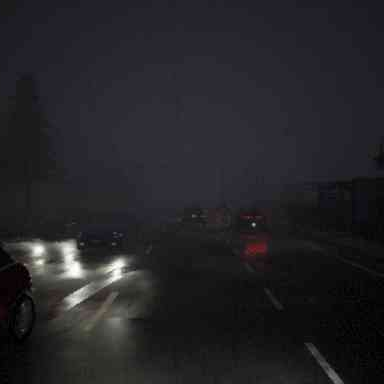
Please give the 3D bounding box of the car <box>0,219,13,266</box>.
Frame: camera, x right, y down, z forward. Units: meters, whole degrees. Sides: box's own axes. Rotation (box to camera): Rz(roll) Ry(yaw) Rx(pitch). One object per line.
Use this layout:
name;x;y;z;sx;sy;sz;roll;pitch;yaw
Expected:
car;-7.085;1.614;8.589;2.033;1.411;5.357;0;0;0

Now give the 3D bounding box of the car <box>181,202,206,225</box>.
car;0.101;1.744;25.681;2.033;1.411;5.357;0;0;0

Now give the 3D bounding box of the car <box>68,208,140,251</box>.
car;-3.557;1.592;14.888;1.882;1.535;5.008;0;-1;0

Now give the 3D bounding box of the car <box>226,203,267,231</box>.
car;3.603;1.671;21.761;1.837;1.490;4.892;0;-1;0

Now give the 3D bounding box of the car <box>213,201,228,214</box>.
car;3.598;1.830;39.911;1.812;1.442;4.674;0;-1;0

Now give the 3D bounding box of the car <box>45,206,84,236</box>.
car;-7.074;1.628;19.671;1.882;1.535;5.008;0;0;0

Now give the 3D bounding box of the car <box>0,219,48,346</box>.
car;-3.582;1.379;3.456;2.097;1.767;4.553;0;0;0

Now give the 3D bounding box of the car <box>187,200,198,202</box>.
car;0.087;1.827;44.031;2.128;1.511;4.902;0;0;0
